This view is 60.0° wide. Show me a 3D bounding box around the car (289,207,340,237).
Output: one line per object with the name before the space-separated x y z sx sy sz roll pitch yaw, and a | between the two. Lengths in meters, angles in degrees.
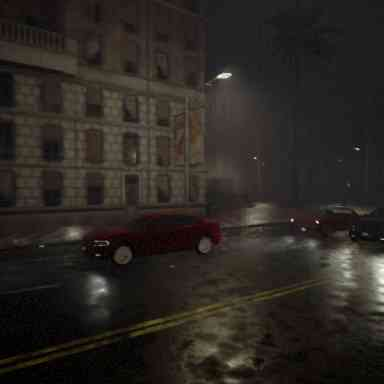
car | 7.239 1.486 17.453 4.718 1.301 1.895 0 0 -35

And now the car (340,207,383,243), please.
car | 8.760 1.367 14.283 5.008 1.535 1.882 0 0 -34

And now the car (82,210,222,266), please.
car | -1.247 1.437 11.600 5.008 1.535 1.882 0 0 -34
